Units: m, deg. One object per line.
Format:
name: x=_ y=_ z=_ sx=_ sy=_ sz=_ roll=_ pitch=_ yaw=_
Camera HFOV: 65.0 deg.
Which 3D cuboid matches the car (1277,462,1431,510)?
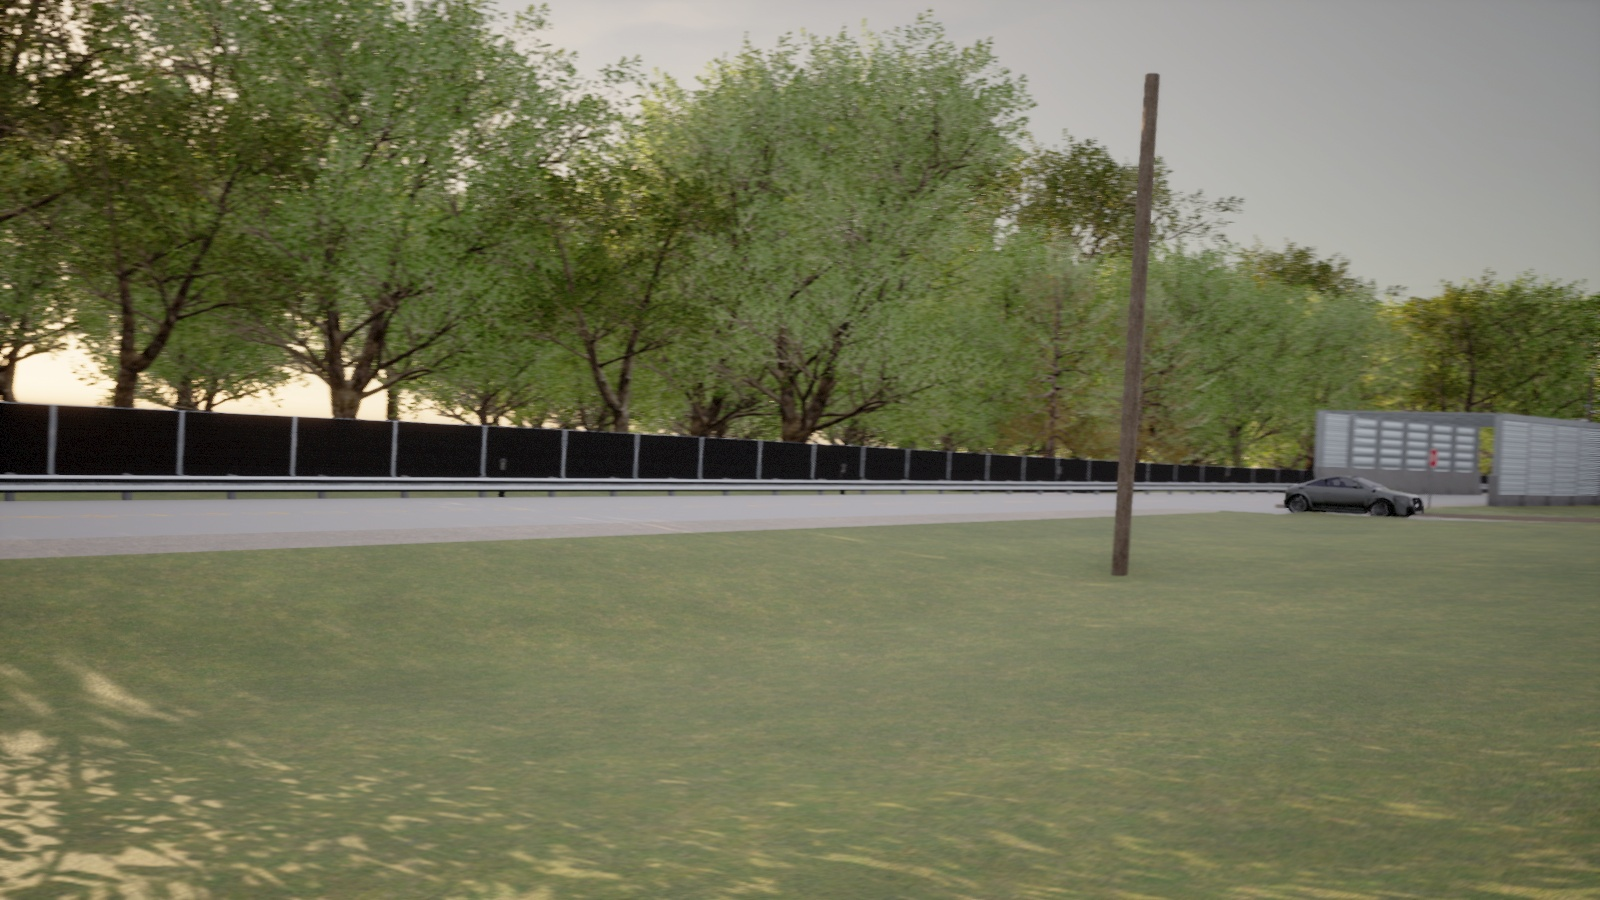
car: x=18.115 y=1.129 z=41.152 sx=4.181 sy=1.385 sz=1.994 roll=1 pitch=1 yaw=44
